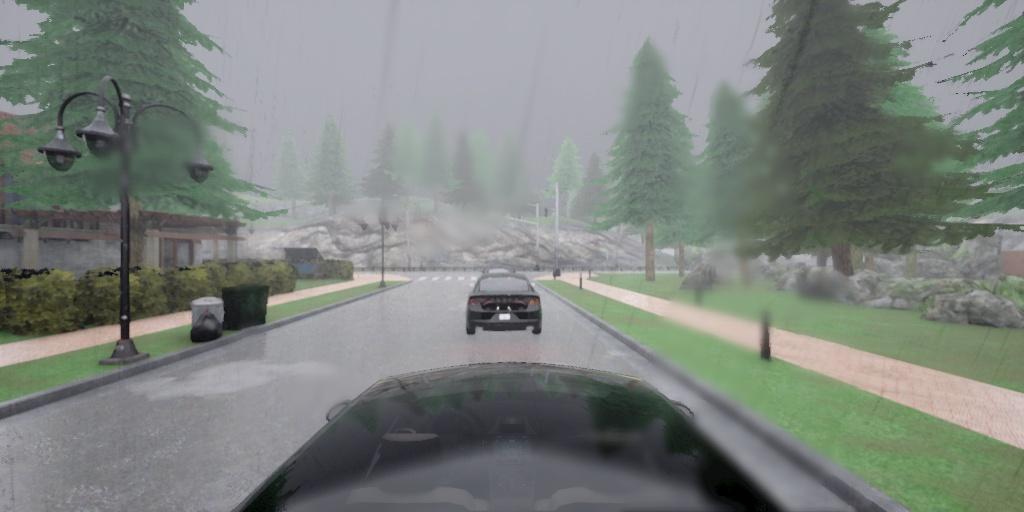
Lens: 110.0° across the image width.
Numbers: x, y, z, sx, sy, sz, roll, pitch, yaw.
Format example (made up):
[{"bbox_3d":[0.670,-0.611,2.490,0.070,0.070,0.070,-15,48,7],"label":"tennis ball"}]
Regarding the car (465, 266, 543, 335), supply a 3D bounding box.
[{"bbox_3d":[-0.272,1.216,10.556,1.882,1.535,5.008,0,0,-3],"label":"car"}]
